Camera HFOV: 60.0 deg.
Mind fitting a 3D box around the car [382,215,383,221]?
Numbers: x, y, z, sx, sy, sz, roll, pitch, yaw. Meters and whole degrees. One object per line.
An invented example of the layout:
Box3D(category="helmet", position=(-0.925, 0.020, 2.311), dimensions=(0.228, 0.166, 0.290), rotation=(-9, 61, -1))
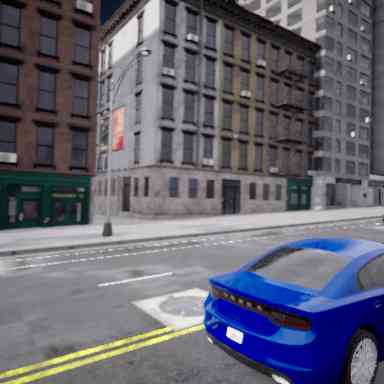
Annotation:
Box3D(category="car", position=(14.866, 1.445, 22.263), dimensions=(5.357, 1.411, 2.033), rotation=(0, 0, -35))

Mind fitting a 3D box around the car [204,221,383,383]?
Box3D(category="car", position=(2.501, 1.466, 5.225), dimensions=(5.008, 1.535, 1.882), rotation=(0, 0, -35))
